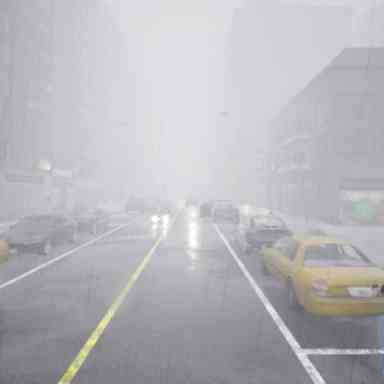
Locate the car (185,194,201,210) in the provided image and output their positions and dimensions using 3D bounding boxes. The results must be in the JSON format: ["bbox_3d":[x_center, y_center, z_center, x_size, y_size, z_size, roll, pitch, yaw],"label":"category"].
[{"bbox_3d":[0.037,1.415,47.661,1.837,1.490,4.892,0,0,1],"label":"car"}]

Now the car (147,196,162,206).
[{"bbox_3d":[-5.857,1.424,52.501,1.752,1.417,4.829,0,0,0],"label":"car"}]

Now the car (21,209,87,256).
[{"bbox_3d":[-5.858,1.543,12.993,1.947,1.339,4.313,0,0,0],"label":"car"}]

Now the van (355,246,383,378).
[{"bbox_3d":[2.667,1.338,1.662,1.690,1.788,3.998,0,0,0],"label":"van"}]

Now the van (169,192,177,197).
[{"bbox_3d":[-5.856,1.123,91.203,1.690,1.788,3.998,0,0,0],"label":"van"}]

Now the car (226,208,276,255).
[{"bbox_3d":[2.668,1.529,13.001,2.008,1.369,4.403,0,0,0],"label":"car"}]

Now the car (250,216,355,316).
[{"bbox_3d":[2.668,1.513,7.501,1.752,1.417,4.829,0,0,0],"label":"car"}]

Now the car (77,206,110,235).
[{"bbox_3d":[-5.858,1.512,18.661,1.887,1.381,4.507,0,0,0],"label":"car"}]

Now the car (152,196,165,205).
[{"bbox_3d":[-5.857,1.408,58.171,1.752,1.417,4.829,0,0,0],"label":"car"}]

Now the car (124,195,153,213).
[{"bbox_3d":[-5.858,1.249,35.666,2.192,1.841,5.009,0,0,0],"label":"car"}]

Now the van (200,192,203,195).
[{"bbox_3d":[2.669,1.224,58.356,1.690,1.788,3.998,0,0,0],"label":"van"}]

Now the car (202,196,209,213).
[{"bbox_3d":[2.668,1.489,41.347,1.947,1.339,4.313,0,0,0],"label":"car"}]

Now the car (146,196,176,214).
[{"bbox_3d":[-3.091,1.429,33.972,2.128,1.511,4.902,0,0,0],"label":"car"}]

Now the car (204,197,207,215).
[{"bbox_3d":[2.668,1.500,35.679,1.947,1.339,4.313,0,0,0],"label":"car"}]

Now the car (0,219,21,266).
[{"bbox_3d":[-5.858,1.513,7.155,1.752,1.417,4.829,0,0,0],"label":"car"}]

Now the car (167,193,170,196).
[{"bbox_3d":[-5.857,1.416,64.008,2.008,1.369,4.403,0,0,0],"label":"car"}]

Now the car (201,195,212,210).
[{"bbox_3d":[2.668,1.463,47.016,2.008,1.369,4.403,0,0,0],"label":"car"}]

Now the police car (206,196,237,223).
[{"bbox_3d":[2.367,1.380,25.090,1.930,1.638,5.238,0,0,0],"label":"police car"}]
